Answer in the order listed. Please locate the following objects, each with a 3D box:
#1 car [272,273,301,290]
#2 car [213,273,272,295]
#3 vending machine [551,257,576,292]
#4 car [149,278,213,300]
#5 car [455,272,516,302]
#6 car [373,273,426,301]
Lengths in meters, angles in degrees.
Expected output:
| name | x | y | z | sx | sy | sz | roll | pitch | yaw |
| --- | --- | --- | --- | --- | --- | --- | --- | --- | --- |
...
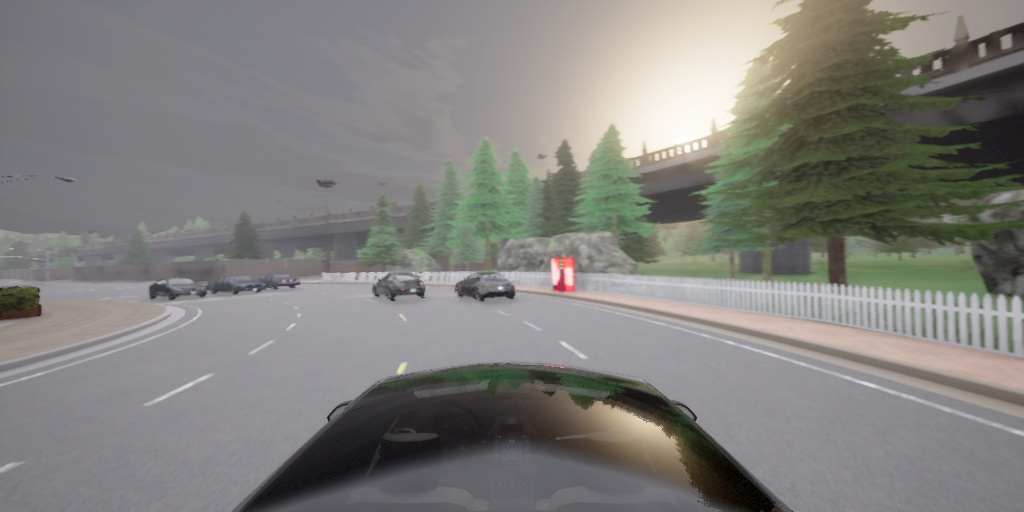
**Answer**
| name | x | y | z | sx | sy | sz | roll | pitch | yaw |
| --- | --- | --- | --- | --- | --- | --- | --- | --- | --- |
| car | -20.860 | 2.213 | 31.447 | 5.357 | 1.411 | 2.033 | -2 | -1 | 28 |
| car | -21.369 | 2.190 | 27.718 | 5.357 | 1.411 | 2.033 | -2 | -1 | 27 |
| vending machine | 2.875 | 1.049 | 19.902 | 1.100 | 2.100 | 0.880 | 0 | 0 | -28 |
| car | -22.986 | 2.211 | 24.615 | 4.674 | 1.442 | 1.812 | -2 | -1 | 27 |
| car | -1.498 | 1.535 | 18.815 | 1.994 | 1.385 | 4.181 | -1 | -1 | -29 |
| car | -6.372 | 1.652 | 20.145 | 1.812 | 1.442 | 4.674 | -1 | -1 | -36 |
